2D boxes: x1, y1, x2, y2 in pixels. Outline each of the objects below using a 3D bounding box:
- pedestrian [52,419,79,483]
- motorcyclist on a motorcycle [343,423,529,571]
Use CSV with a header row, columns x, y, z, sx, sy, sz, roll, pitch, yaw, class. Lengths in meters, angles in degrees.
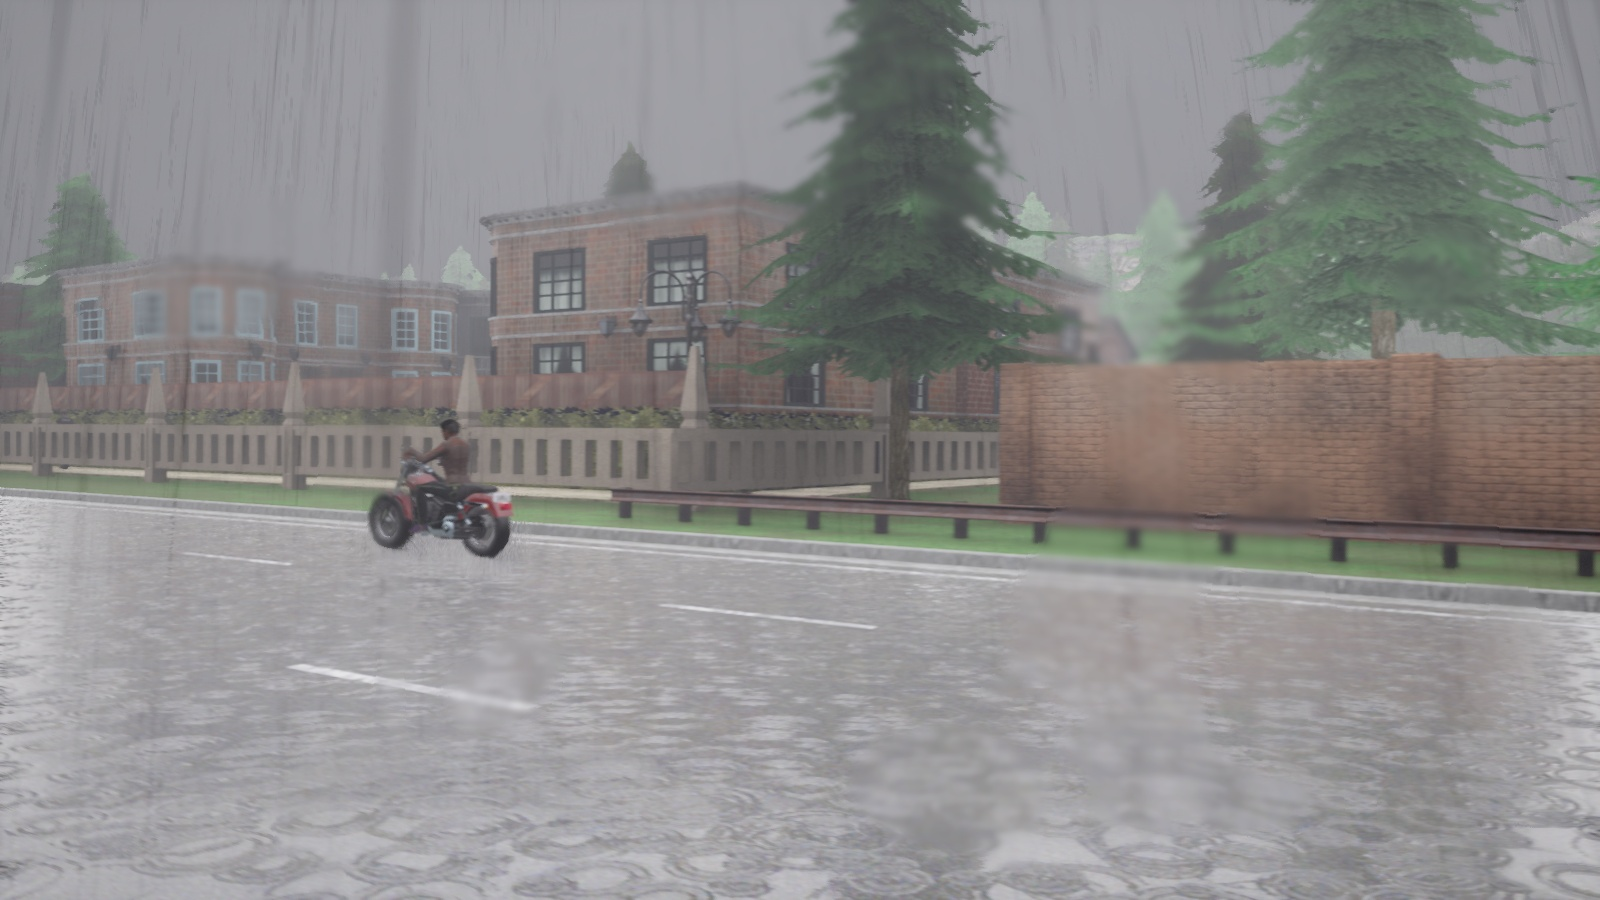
x,y,z,sx,sy,sz,roll,pitch,yaw,class
-21.409,0.034,36.619,0.720,1.854,0.376,0,1,34,pedestrian
-4.346,0.517,14.913,2.350,1.649,0.766,0,1,34,motorcyclist on a motorcycle
